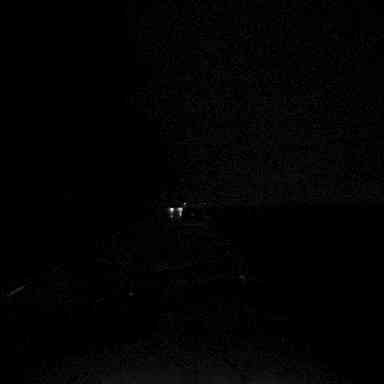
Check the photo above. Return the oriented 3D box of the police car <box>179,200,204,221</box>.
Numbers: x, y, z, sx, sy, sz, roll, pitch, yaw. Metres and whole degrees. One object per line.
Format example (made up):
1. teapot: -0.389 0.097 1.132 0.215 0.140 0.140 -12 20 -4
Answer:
1. police car: 0.066 1.727 30.753 1.930 1.638 5.238 0 -1 0

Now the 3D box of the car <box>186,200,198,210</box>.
1. car: 0.018 2.082 55.116 1.837 1.490 4.892 0 -1 0

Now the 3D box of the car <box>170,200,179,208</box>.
1. car: -2.745 2.159 59.530 1.812 1.442 4.674 0 -1 0
